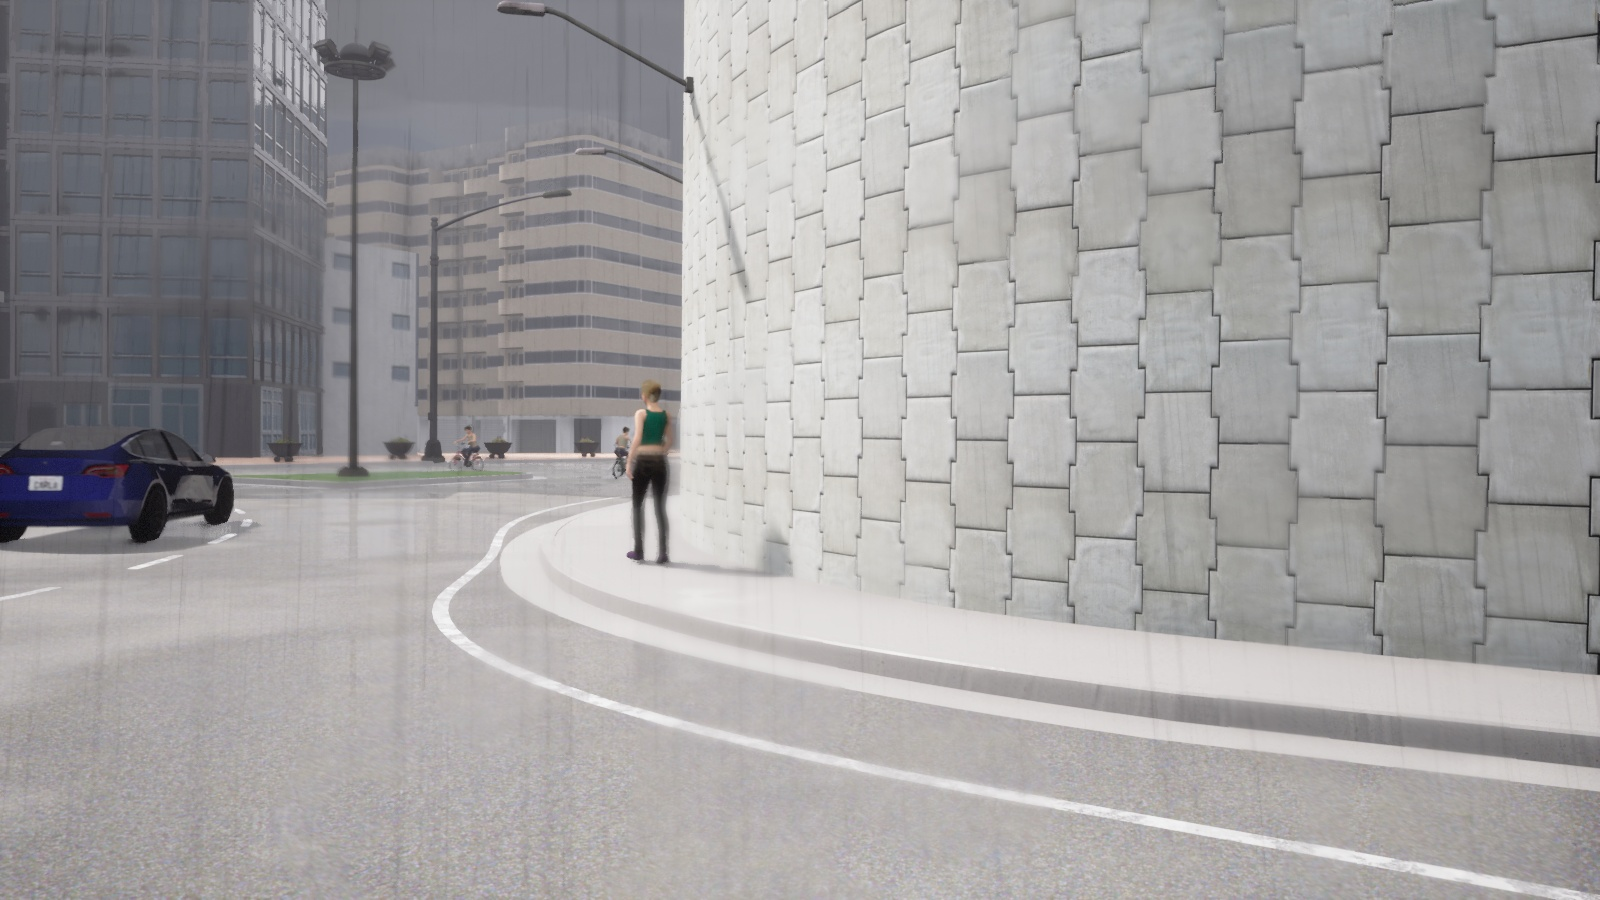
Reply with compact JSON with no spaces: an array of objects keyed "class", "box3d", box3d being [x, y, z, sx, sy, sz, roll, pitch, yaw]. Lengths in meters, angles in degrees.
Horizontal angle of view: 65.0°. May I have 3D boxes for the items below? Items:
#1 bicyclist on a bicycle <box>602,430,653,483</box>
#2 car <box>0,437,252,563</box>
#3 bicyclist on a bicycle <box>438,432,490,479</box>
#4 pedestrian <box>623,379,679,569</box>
[{"class":"bicyclist on a bicycle","box3d":[-5.342,0.183,39.040,0.866,1.612,1.509,0,1,26]},{"class":"car","box3d":[-9.485,0.577,17.567,2.163,1.488,4.792,-1,1,-9]},{"class":"bicyclist on a bicycle","box3d":[-11.647,0.177,43.622,0.866,1.612,1.509,0,1,37]},{"class":"pedestrian","box3d":[-1.490,0.229,12.529,0.345,1.836,0.594,-1,1,-29]}]
